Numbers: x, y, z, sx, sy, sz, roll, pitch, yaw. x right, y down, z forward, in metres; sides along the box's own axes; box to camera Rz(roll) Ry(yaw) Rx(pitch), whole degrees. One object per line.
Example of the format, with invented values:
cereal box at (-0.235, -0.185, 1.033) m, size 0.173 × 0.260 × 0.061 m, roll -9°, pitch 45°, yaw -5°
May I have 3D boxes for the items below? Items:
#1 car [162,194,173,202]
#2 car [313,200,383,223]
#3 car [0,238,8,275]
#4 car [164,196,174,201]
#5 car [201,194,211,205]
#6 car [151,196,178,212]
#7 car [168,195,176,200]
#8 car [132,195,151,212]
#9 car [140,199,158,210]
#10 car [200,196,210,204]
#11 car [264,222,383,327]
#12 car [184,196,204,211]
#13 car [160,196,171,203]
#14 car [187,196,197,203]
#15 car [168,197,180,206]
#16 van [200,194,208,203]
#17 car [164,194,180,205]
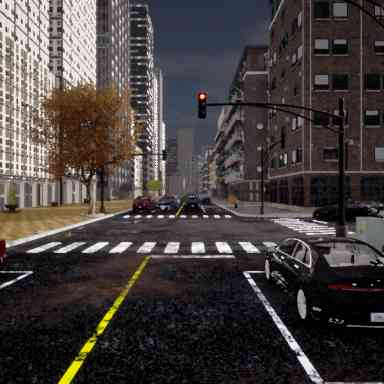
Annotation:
car at (-5.758, 1.385, 77.966) m, size 2.192 × 1.841 × 5.009 m, roll 0°, pitch 0°, yaw 0°
car at (10.822, 1.400, 23.573) m, size 4.181 × 1.385 × 1.994 m, roll -1°, pitch 0°, yaw -4°
car at (-5.698, 1.545, 6.918) m, size 1.887 × 1.381 × 4.507 m, roll 0°, pitch 0°, yaw 0°
car at (-5.763, 1.632, 83.489) m, size 2.008 × 1.369 × 4.403 m, roll 0°, pitch 0°, yaw 0°
car at (2.637, 1.610, 61.404) m, size 1.947 × 1.339 × 4.313 m, roll 0°, pitch 0°, yaw 0°
car at (-3.133, 1.512, 38.486) m, size 2.128 × 1.511 × 4.902 m, roll 0°, pitch 0°, yaw 0°
car at (-5.772, 1.654, 94.535) m, size 2.008 × 1.369 × 4.403 m, roll 0°, pitch 0°, yaw 0°
car at (-5.726, 1.336, 39.306) m, size 2.192 × 1.841 × 5.009 m, roll 0°, pitch 0°, yaw 0°
car at (-5.730, 1.592, 44.829) m, size 1.947 × 1.339 × 4.313 m, roll 0°, pitch 0°, yaw 0°
car at (2.632, 1.578, 67.097) m, size 1.752 × 1.417 × 4.829 m, roll 0°, pitch 0°, yaw 0°
car at (2.682, 1.551, 6.925) m, size 2.008 × 1.369 × 4.403 m, roll 0°, pitch 0°, yaw 0°
car at (0.079, 1.587, 41.142) m, size 1.994 × 1.385 × 4.181 m, roll 0°, pitch 0°, yaw 0°
car at (-5.753, 1.627, 72.444) m, size 1.947 × 1.339 × 4.313 m, roll 0°, pitch 0°, yaw 0°
car at (0.037, 1.620, 69.489) m, size 1.994 × 1.385 × 4.181 m, roll 0°, pitch 0°, yaw 0°
car at (-3.130, 1.642, 58.435) m, size 1.895 × 1.301 × 4.718 m, roll 0°, pitch 0°, yaw 0°
van at (2.627, 1.402, 72.451) m, size 1.690 × 1.788 × 3.998 m, roll 0°, pitch 0°, yaw 0°
car at (-3.137, 1.382, 48.364) m, size 2.097 × 1.767 × 4.553 m, roll 0°, pitch 0°, yaw 0°
